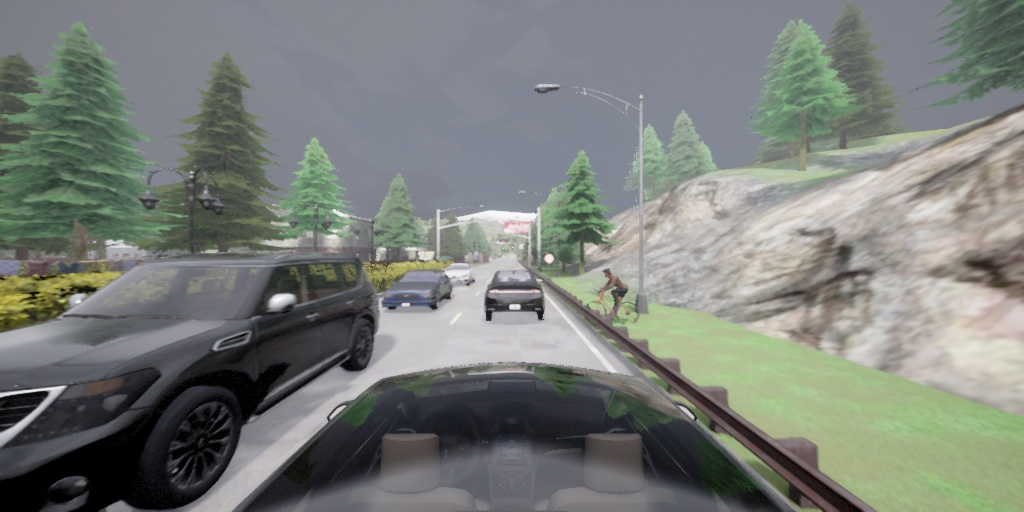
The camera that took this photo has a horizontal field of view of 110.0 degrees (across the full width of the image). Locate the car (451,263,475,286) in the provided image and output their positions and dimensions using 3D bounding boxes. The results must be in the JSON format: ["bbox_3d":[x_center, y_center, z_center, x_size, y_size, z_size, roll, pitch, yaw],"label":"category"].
[{"bbox_3d":[-3.662,1.236,25.004,1.812,1.442,4.674,0,0,0],"label":"car"}]

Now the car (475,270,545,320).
[{"bbox_3d":[0.073,1.220,12.544,2.128,1.511,4.902,0,0,0],"label":"car"}]

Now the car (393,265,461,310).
[{"bbox_3d":[-3.643,1.278,14.958,2.033,1.411,5.357,0,0,0],"label":"car"}]

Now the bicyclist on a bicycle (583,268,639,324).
[{"bbox_3d":[2.896,1.190,10.402,1.656,1.620,0.582,2,0,0],"label":"bicyclist on a bicycle"}]

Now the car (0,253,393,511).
[{"bbox_3d":[-3.606,0.972,4.712,2.150,2.045,5.566,0,0,0],"label":"car"}]
